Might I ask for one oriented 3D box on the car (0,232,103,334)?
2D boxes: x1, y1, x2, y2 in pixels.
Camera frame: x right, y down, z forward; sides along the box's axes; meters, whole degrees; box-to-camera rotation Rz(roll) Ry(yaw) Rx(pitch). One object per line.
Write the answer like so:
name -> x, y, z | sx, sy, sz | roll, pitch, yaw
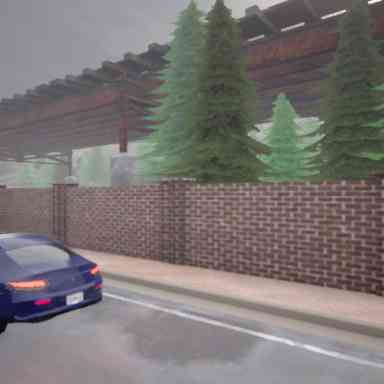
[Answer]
car -> -3.745, 1.553, 6.660 | 4.674, 1.442, 1.812 | -1, 0, 35
